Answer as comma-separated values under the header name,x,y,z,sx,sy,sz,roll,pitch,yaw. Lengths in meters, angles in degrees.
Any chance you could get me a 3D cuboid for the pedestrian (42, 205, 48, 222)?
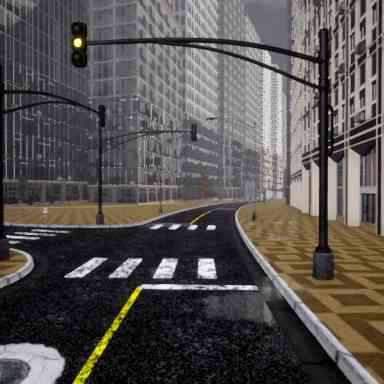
name,x,y,z,sx,sy,sz,roll,pitch,yaw
pedestrian,-9.297,1.344,21.052,0.500,1.100,0.500,0,0,17
